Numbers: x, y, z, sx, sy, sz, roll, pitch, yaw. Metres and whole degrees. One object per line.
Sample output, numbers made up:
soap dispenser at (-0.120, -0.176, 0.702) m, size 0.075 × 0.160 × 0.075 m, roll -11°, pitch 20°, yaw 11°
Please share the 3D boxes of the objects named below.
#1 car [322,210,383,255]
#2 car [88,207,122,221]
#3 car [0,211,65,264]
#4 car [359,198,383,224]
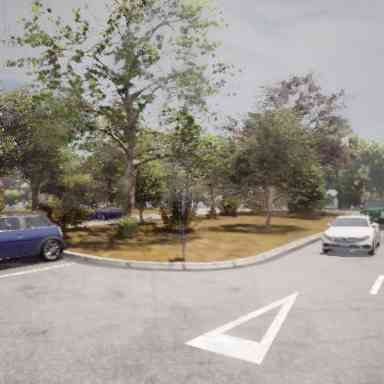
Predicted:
car at (6.921, 1.720, 14.336) m, size 1.812 × 1.442 × 4.674 m, roll -3°, pitch -2°, yaw 33°
car at (-8.374, 2.170, 32.976) m, size 1.895 × 1.301 × 4.718 m, roll -3°, pitch -2°, yaw 35°
car at (-6.443, 1.425, 10.429) m, size 2.185 × 1.767 × 4.553 m, roll 0°, pitch -1°, yaw 35°
car at (13.623, 1.490, 24.133) m, size 2.150 × 2.045 × 5.566 m, roll -3°, pitch -2°, yaw 35°
